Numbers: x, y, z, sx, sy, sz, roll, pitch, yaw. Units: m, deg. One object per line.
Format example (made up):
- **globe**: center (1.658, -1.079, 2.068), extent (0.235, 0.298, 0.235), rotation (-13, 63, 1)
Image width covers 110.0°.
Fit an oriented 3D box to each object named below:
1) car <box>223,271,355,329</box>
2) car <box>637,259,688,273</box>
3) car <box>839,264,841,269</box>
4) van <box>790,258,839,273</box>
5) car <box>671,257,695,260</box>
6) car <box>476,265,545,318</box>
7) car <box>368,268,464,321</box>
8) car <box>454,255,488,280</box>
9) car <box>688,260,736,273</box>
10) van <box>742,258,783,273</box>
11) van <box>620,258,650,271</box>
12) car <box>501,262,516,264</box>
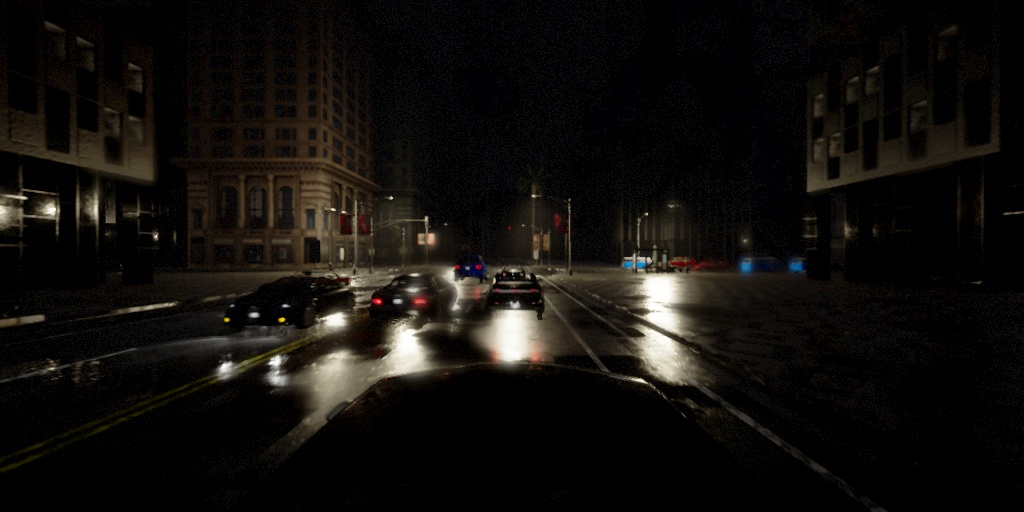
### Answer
- **car**: center (-6.601, 1.322, 11.161), extent (1.994, 1.385, 4.181), rotation (0, 0, 0)
- **car**: center (17.060, 1.331, 40.757), extent (4.403, 1.370, 2.007), rotation (0, 0, 0)
- **car**: center (39.440, 1.305, 46.590), extent (5.357, 1.411, 2.033), rotation (0, 0, 1)
- **van**: center (34.092, 1.111, 40.768), extent (3.998, 1.789, 1.690), rotation (0, 0, 0)
- **car**: center (22.731, 1.074, 49.285), extent (5.009, 1.841, 2.192), rotation (0, 0, 0)
- **car**: center (0.097, 1.250, 12.917), extent (2.128, 1.511, 4.902), rotation (0, 0, 0)
- **car**: center (-3.152, 1.306, 12.420), extent (2.033, 1.411, 5.357), rotation (0, 0, 0)
- **car**: center (-3.158, 0.988, 28.074), extent (2.150, 2.045, 5.566), rotation (0, -1, 0)
- **car**: center (22.738, 1.358, 40.760), extent (4.207, 1.307, 1.802), rotation (0, 0, 0)
- **van**: center (28.416, 1.114, 40.764), extent (3.998, 1.789, 1.690), rotation (0, 0, 0)
- **van**: center (17.054, 1.104, 49.282), extent (3.998, 1.789, 1.690), rotation (0, 0, 0)
- **car**: center (0.075, 1.372, 28.040), extent (1.895, 1.301, 4.718), rotation (0, 0, 0)
